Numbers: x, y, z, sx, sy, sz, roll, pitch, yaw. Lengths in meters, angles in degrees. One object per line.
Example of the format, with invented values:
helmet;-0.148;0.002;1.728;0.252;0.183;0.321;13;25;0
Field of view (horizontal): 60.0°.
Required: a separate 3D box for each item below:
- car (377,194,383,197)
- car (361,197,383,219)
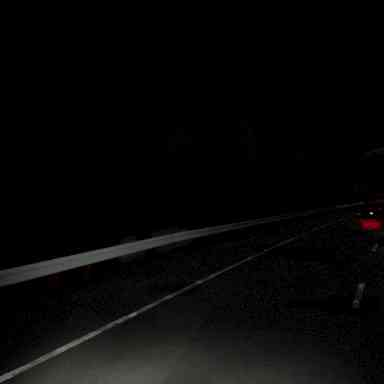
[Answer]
car;22.347;1.221;37.964;2.150;2.045;5.566;0;0;36
car;16.239;1.505;29.462;1.837;1.490;4.892;0;0;35
